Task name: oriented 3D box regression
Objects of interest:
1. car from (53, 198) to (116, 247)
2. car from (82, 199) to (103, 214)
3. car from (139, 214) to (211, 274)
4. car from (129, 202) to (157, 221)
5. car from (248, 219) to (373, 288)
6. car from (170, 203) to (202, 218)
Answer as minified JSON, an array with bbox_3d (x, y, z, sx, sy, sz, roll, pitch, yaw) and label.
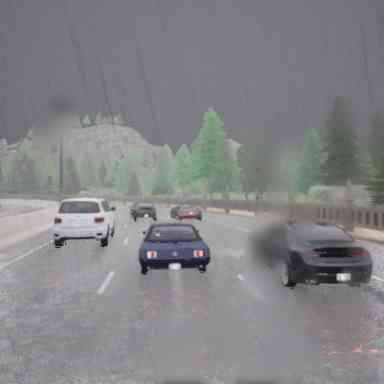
[{"bbox_3d":[-4.866,1.291,15.583,2.150,2.045,5.566,0,0,-9],"label":"car"},{"bbox_3d":[-11.854,1.677,39.392,1.837,1.490,4.892,0,0,-23],"label":"car"},{"bbox_3d":[-0.669,1.638,10.777,1.895,1.301,4.718,0,0,-6],"label":"car"},{"bbox_3d":[-4.225,1.611,28.354,1.837,1.490,4.892,0,0,-16],"label":"car"},{"bbox_3d":[2.942,1.522,9.308,1.837,1.490,4.892,0,0,-5],"label":"car"},{"bbox_3d":[-0.597,1.655,28.286,1.994,1.385,4.181,0,0,-16],"label":"car"}]
